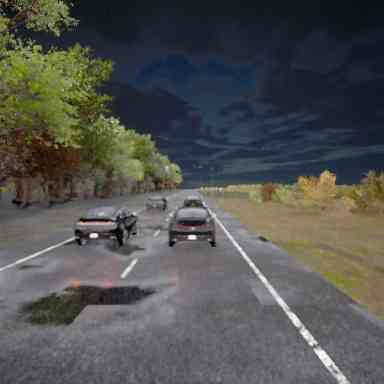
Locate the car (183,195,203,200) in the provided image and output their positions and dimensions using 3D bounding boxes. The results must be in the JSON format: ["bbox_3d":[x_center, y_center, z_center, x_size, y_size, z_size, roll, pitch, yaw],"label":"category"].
[{"bbox_3d":[0.090,1.028,35.222,1.882,1.535,5.008,0,1,0],"label":"car"}]

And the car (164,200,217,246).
[{"bbox_3d":[0.024,1.326,14.294,1.837,1.490,4.892,0,1,0],"label":"car"}]

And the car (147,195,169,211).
[{"bbox_3d":[-3.417,1.066,33.406,2.128,1.511,4.902,0,1,0],"label":"car"}]

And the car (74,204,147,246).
[{"bbox_3d":[-3.475,1.312,14.271,2.128,1.511,4.902,0,1,0],"label":"car"}]
